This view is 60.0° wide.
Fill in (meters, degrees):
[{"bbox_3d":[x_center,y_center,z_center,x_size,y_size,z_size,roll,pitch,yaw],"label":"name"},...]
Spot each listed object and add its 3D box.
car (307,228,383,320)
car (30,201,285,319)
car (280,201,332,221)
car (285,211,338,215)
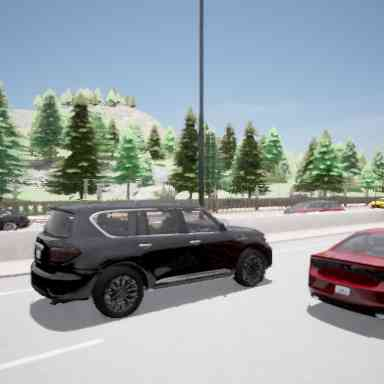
[{"bbox_3d":[4.519,1.487,6.979,5.008,1.535,1.882,0,0,-36],"label":"car"},{"bbox_3d":[-0.614,1.226,7.613,5.566,2.045,2.150,0,0,-36],"label":"car"},{"bbox_3d":[9.691,1.555,28.108,4.674,1.442,1.812,0,0,-36],"label":"car"},{"bbox_3d":[8.612,1.377,23.043,4.553,1.767,2.097,0,0,-35],"label":"car"}]
